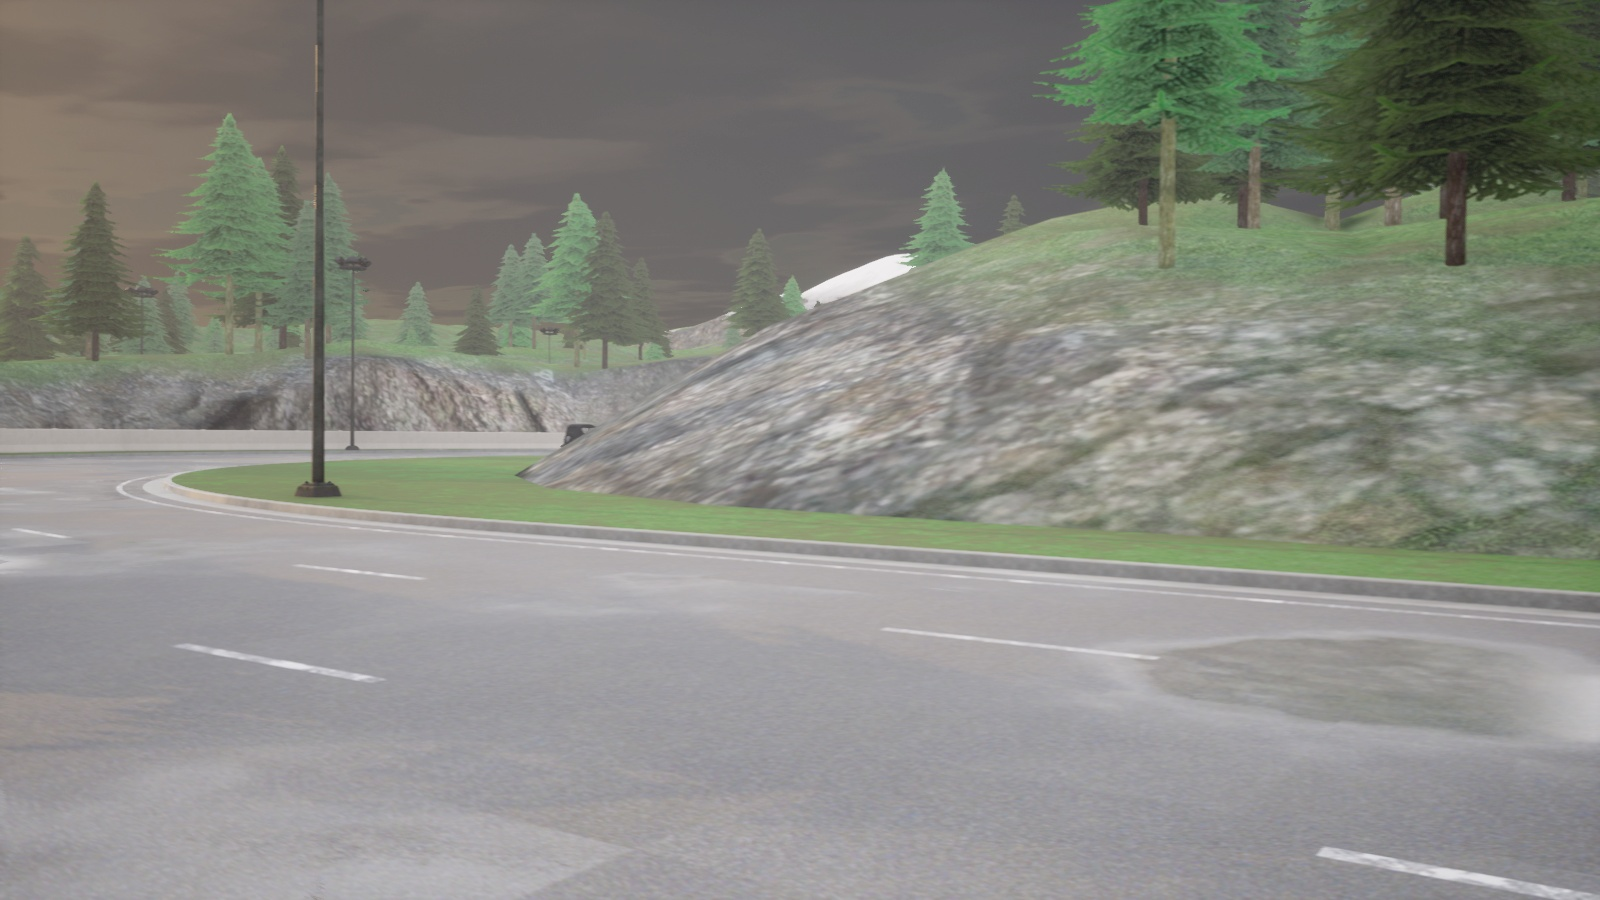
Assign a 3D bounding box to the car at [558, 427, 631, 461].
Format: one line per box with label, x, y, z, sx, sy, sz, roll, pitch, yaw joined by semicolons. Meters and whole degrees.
car;-12.030;-0.368;73.592;1.905;1.878;3.866;0;1;42
